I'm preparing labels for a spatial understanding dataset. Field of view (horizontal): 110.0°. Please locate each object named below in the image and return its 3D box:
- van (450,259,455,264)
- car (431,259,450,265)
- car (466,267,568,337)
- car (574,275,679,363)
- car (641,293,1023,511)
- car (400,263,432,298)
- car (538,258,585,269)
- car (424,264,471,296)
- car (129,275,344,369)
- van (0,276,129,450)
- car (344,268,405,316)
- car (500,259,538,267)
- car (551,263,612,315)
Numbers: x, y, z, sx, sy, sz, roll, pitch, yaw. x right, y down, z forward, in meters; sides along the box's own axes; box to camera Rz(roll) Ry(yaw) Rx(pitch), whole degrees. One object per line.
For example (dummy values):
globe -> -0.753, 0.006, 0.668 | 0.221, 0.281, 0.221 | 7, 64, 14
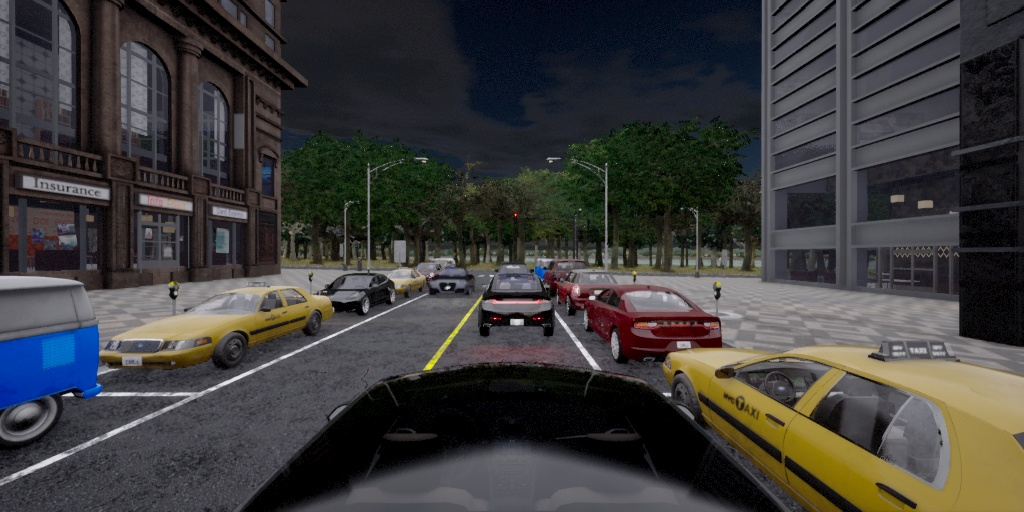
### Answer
van -> -5.719, 1.094, 29.765 | 1.690, 1.789, 3.998 | 0, 0, 0
car -> -5.728, 1.192, 24.327 | 1.967, 1.591, 4.097 | 0, 0, 0
car -> 0.114, 1.242, 10.316 | 2.128, 1.511, 4.902 | 0, 0, 0
car -> 2.772, 1.295, 8.002 | 1.888, 1.381, 4.507 | 0, 0, 0
car -> 2.763, 1.275, 2.734 | 1.751, 1.417, 4.829 | 0, 0, 0
car -> -5.737, 1.277, 18.720 | 1.751, 1.417, 4.829 | 0, 0, 0
car -> 2.789, 1.066, 18.877 | 2.192, 1.841, 5.009 | 0, 0, 0
car -> -3.043, 1.315, 19.030 | 1.994, 1.385, 4.181 | 0, 0, 0
car -> -5.754, 1.275, 7.845 | 1.751, 1.417, 4.829 | 0, 0, 0
van -> -5.762, 1.091, 2.578 | 1.690, 1.789, 3.998 | 0, 0, 0
car -> -5.745, 1.316, 13.452 | 1.948, 1.339, 4.313 | 0, 0, 0
car -> 0.128, 1.103, 19.281 | 2.097, 1.767, 4.553 | 0, 0, 1
car -> 2.780, 1.190, 13.439 | 1.967, 1.591, 4.097 | 0, 0, 0
